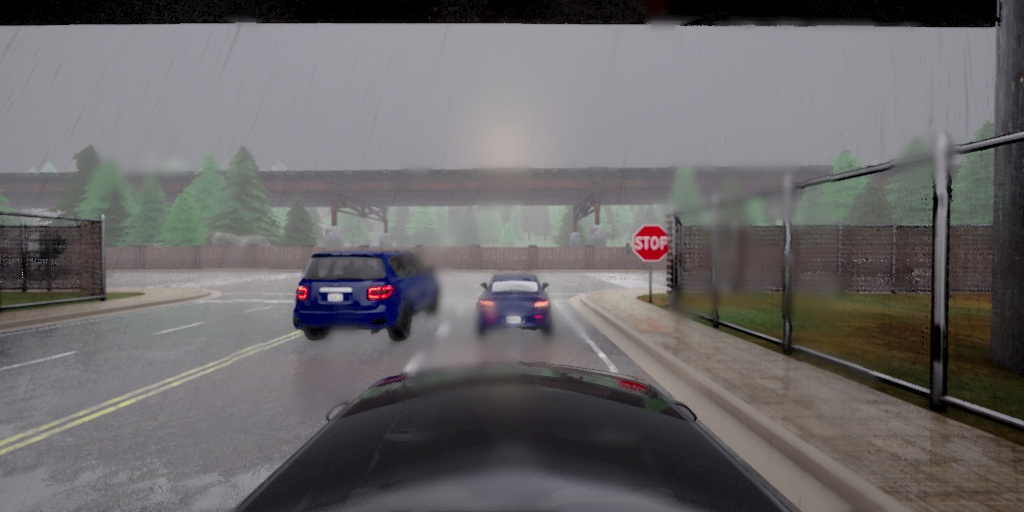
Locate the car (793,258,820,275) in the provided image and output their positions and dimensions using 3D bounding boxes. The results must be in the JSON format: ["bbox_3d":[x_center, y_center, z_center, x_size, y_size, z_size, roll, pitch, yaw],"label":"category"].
[{"bbox_3d":[27.333,0.871,31.437,4.892,1.490,1.837,0,1,1],"label":"car"}]

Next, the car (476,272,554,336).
[{"bbox_3d":[0.078,1.171,9.890,1.812,1.442,4.674,0,1,0],"label":"car"}]

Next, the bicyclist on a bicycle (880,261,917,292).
[{"bbox_3d":[18.335,0.853,17.040,0.582,1.620,1.656,0,0,1],"label":"bicyclist on a bicycle"}]

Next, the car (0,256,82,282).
[{"bbox_3d":[-32.719,0.805,24.709,4.553,1.767,2.097,0,1,0],"label":"car"}]

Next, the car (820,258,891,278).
[{"bbox_3d":[27.556,0.903,27.936,4.902,1.511,2.128,0,1,1],"label":"car"}]

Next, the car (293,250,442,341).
[{"bbox_3d":[-3.423,0.868,9.659,2.150,2.045,5.566,0,1,0],"label":"car"}]
